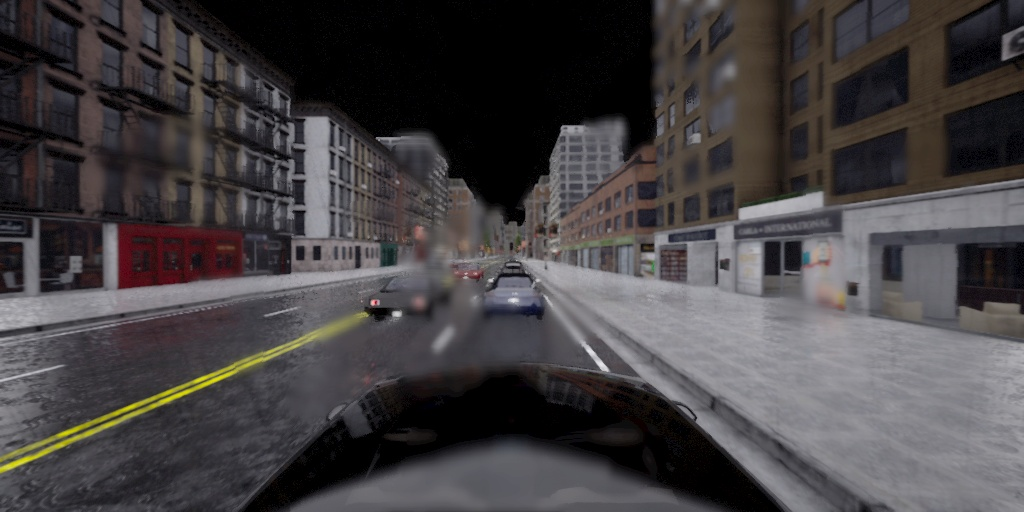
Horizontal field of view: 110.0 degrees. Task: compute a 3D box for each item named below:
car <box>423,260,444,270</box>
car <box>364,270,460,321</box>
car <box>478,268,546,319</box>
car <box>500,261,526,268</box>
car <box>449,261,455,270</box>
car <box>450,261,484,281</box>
[{"bbox_3d":[-9.818,1.182,45.227,1.994,1.385,4.181,0,0,0],"label":"car"},{"bbox_3d":[-3.167,1.320,12.194,1.895,1.301,4.718,0,0,0],"label":"car"},{"bbox_3d":[0.084,1.282,12.580,1.994,1.385,4.181,0,0,0],"label":"car"},{"bbox_3d":[0.091,1.173,29.060,1.837,1.490,4.892,0,0,0],"label":"car"},{"bbox_3d":[-6.575,1.222,44.272,1.895,1.301,4.718,0,0,0],"label":"car"},{"bbox_3d":[-3.161,1.274,27.371,1.895,1.301,4.718,0,0,0],"label":"car"}]
